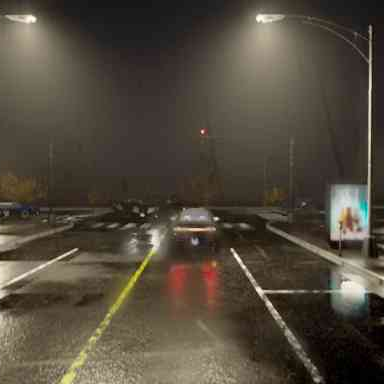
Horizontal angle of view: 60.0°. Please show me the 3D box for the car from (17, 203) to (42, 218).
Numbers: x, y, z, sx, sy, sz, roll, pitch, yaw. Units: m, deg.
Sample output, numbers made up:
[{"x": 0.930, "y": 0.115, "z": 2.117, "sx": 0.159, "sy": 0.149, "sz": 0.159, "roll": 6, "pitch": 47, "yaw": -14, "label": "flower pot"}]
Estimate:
[{"x": -16.335, "y": 1.646, "z": 30.414, "sx": 4.718, "sy": 1.301, "sz": 1.895, "roll": 0, "pitch": 1, "yaw": 1, "label": "car"}]

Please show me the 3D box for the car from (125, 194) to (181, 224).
[{"x": -2.464, "y": 1.162, "z": 24.586, "sx": 2.150, "sy": 2.045, "sz": 5.566, "roll": -1, "pitch": 0, "yaw": 17, "label": "car"}]

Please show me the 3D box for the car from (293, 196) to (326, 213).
[{"x": 12.892, "y": 1.158, "z": 33.551, "sx": 4.553, "sy": 1.767, "sz": 2.097, "roll": 0, "pitch": 1, "yaw": 1, "label": "car"}]

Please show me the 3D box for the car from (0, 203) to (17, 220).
[{"x": -17.493, "y": 1.592, "z": 27.187, "sx": 4.902, "sy": 1.511, "sz": 2.128, "roll": 0, "pitch": 1, "yaw": 2, "label": "car"}]

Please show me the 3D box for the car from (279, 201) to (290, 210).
[{"x": 12.462, "y": 1.307, "z": 36.810, "sx": 5.357, "sy": 1.411, "sz": 2.033, "roll": 0, "pitch": 1, "yaw": 1, "label": "car"}]

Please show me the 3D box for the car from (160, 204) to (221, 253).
[{"x": 0.111, "y": 1.458, "z": 13.418, "sx": 2.128, "sy": 1.511, "sz": 4.902, "roll": 0, "pitch": 0, "yaw": 1, "label": "car"}]

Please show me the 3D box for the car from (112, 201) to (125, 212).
[{"x": -6.400, "y": 1.372, "z": 37.008, "sx": 4.902, "sy": 1.511, "sz": 2.128, "roll": 0, "pitch": 1, "yaw": 1, "label": "car"}]
